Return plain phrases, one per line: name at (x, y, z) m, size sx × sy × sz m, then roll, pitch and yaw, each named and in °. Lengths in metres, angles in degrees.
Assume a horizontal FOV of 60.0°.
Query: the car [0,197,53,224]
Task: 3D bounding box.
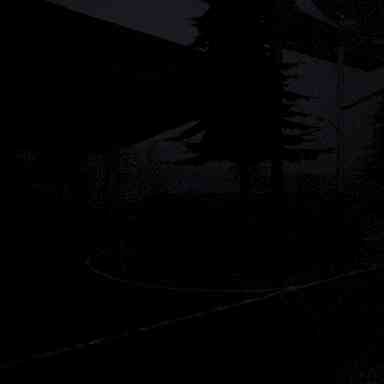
car at (-11.992, 1.312, 23.461) m, size 3.866 × 1.878 × 1.905 m, roll 0°, pitch 0°, yaw -36°
